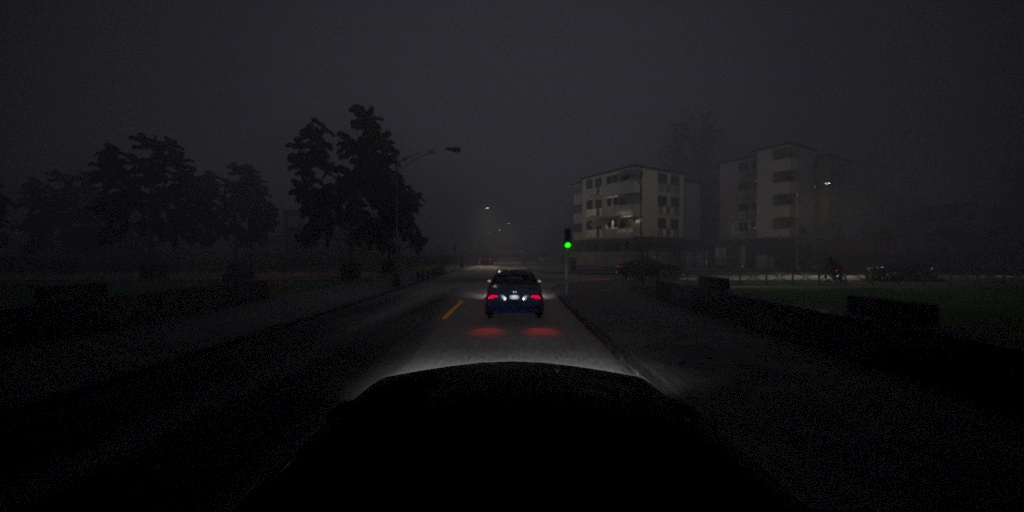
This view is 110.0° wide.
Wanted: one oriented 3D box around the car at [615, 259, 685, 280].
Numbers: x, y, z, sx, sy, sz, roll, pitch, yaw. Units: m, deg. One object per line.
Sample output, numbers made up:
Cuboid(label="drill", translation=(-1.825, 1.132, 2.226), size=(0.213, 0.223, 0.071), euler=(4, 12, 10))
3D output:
Cuboid(label="car", translation=(10.247, 0.990, 26.796), size=(4.902, 1.511, 2.128), euler=(0, 0, 1))

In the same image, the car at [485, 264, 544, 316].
Cuboid(label="car", translation=(0.080, 1.188, 12.648), size=(2.033, 1.411, 5.357), euler=(0, 1, 0))

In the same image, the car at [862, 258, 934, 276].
Cuboid(label="car", translation=(33.089, 0.950, 30.810), size=(4.902, 1.511, 2.128), euler=(0, 1, 0))

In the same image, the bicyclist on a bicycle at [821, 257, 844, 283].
Cuboid(label="bicyclist on a bicycle", translation=(20.029, 0.892, 22.427), size=(0.582, 1.620, 1.656), euler=(0, 0, 0))

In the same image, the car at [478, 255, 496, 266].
Cuboid(label="car", translation=(-4.065, 0.558, 56.094), size=(2.097, 1.767, 4.553), euler=(0, 1, 0))
